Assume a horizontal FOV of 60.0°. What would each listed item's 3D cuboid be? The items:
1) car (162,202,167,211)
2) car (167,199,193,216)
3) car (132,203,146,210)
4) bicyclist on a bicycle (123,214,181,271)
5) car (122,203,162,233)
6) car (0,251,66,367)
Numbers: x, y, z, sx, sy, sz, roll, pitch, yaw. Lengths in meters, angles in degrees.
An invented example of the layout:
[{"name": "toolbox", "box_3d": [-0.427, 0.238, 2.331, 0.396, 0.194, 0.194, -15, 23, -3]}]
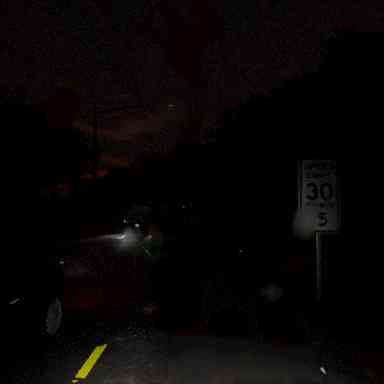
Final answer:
[{"name": "car", "box_3d": [-3.416, 2.122, 48.764, 1.994, 1.385, 4.181, 0, -2, -12]}, {"name": "car", "box_3d": [-1.174, 1.554, 35.701, 2.097, 1.767, 4.553, 0, -1, -7]}, {"name": "car", "box_3d": [-9.706, 2.638, 60.888, 1.994, 1.385, 4.181, 1, -2, -16]}, {"name": "bicyclist on a bicycle", "box_3d": [-1.141, 1.455, 9.400, 1.656, 1.620, 0.582, -2, 0, 1]}, {"name": "car", "box_3d": [-3.021, 1.533, 20.071, 1.812, 1.442, 4.674, 0, 0, -2]}, {"name": "car", "box_3d": [-3.073, 1.525, 3.886, 1.812, 1.442, 4.674, 0, 0, 2]}]
